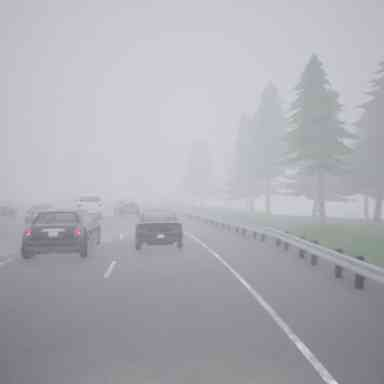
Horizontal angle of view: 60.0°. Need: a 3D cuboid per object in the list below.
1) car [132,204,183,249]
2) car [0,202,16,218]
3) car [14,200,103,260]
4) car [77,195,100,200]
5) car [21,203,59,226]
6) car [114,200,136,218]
[{"bbox_3d":[-1.559,1.491,14.794,1.882,1.535,5.008,0,0,-9],"label":"car"},{"bbox_3d":[-17.069,1.605,30.219,1.812,1.442,4.674,0,0,-23],"label":"car"},{"bbox_3d":[-4.782,1.377,12.785,2.097,1.767,4.553,0,0,-9],"label":"car"},{"bbox_3d":[-9.268,1.272,29.683,2.150,2.045,5.566,0,0,-21],"label":"car"},{"bbox_3d":[-11.376,1.603,25.245,2.033,1.411,5.357,0,0,-18],"label":"car"},{"bbox_3d":[-6.211,1.531,31.287,2.128,1.511,4.902,0,0,-21],"label":"car"}]
